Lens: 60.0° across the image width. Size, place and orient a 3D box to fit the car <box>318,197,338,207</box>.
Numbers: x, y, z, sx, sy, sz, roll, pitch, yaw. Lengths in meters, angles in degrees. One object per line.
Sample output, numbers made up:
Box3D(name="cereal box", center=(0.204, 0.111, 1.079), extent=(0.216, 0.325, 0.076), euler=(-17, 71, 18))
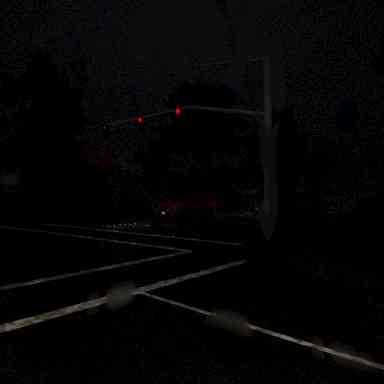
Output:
Box3D(name="car", center=(21.275, 1.525, 51.768), extent=(1.812, 1.442, 4.674), euler=(0, 0, 42))

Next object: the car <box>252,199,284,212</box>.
Box3D(name="car", center=(8.475, 1.492, 37.122), extent=(2.128, 1.511, 4.902), euler=(0, 0, 41))

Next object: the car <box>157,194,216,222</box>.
Box3D(name="car", center=(-0.326, 1.221, 27.021), extent=(2.150, 2.045, 5.566), euler=(0, 0, 41))
